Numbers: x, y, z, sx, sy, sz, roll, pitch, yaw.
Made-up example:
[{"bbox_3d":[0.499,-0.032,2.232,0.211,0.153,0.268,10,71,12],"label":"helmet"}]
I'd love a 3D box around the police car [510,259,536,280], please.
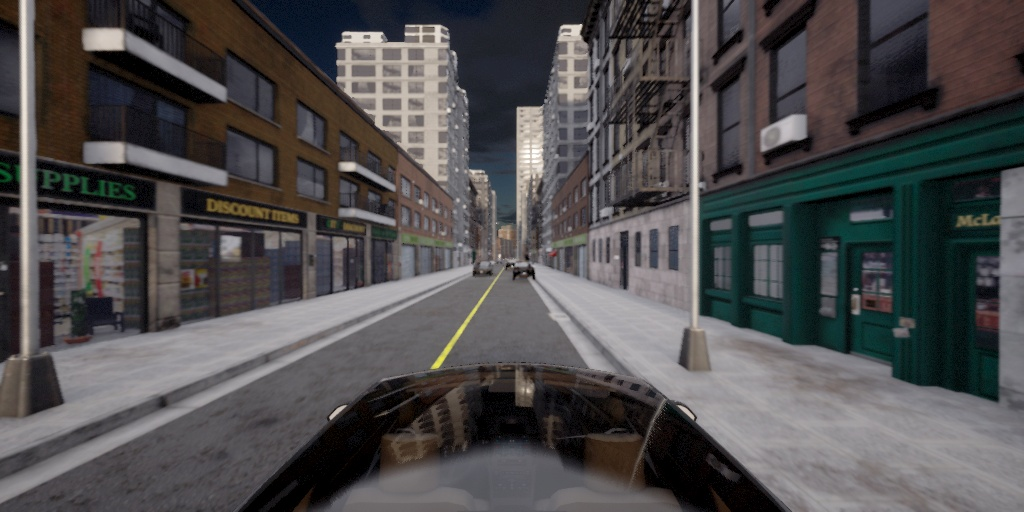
[{"bbox_3d":[0.974,1.172,30.769,1.930,1.638,5.238,0,0,0],"label":"police car"}]

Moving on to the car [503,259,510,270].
[{"bbox_3d":[0.035,1.236,51.293,1.882,1.535,5.008,0,0,0],"label":"car"}]

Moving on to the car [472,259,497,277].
[{"bbox_3d":[-2.827,1.224,35.818,1.882,1.535,5.008,0,0,0],"label":"car"}]
